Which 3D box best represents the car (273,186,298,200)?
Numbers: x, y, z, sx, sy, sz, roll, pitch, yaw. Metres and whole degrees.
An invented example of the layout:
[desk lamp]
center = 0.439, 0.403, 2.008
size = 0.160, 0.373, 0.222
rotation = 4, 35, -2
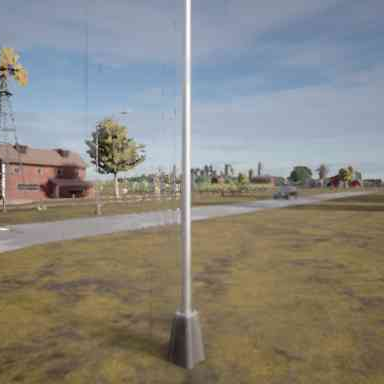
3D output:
[car]
center = 14.111, 0.135, 49.765
size = 2.150, 2.045, 5.566
rotation = 1, 2, 36
